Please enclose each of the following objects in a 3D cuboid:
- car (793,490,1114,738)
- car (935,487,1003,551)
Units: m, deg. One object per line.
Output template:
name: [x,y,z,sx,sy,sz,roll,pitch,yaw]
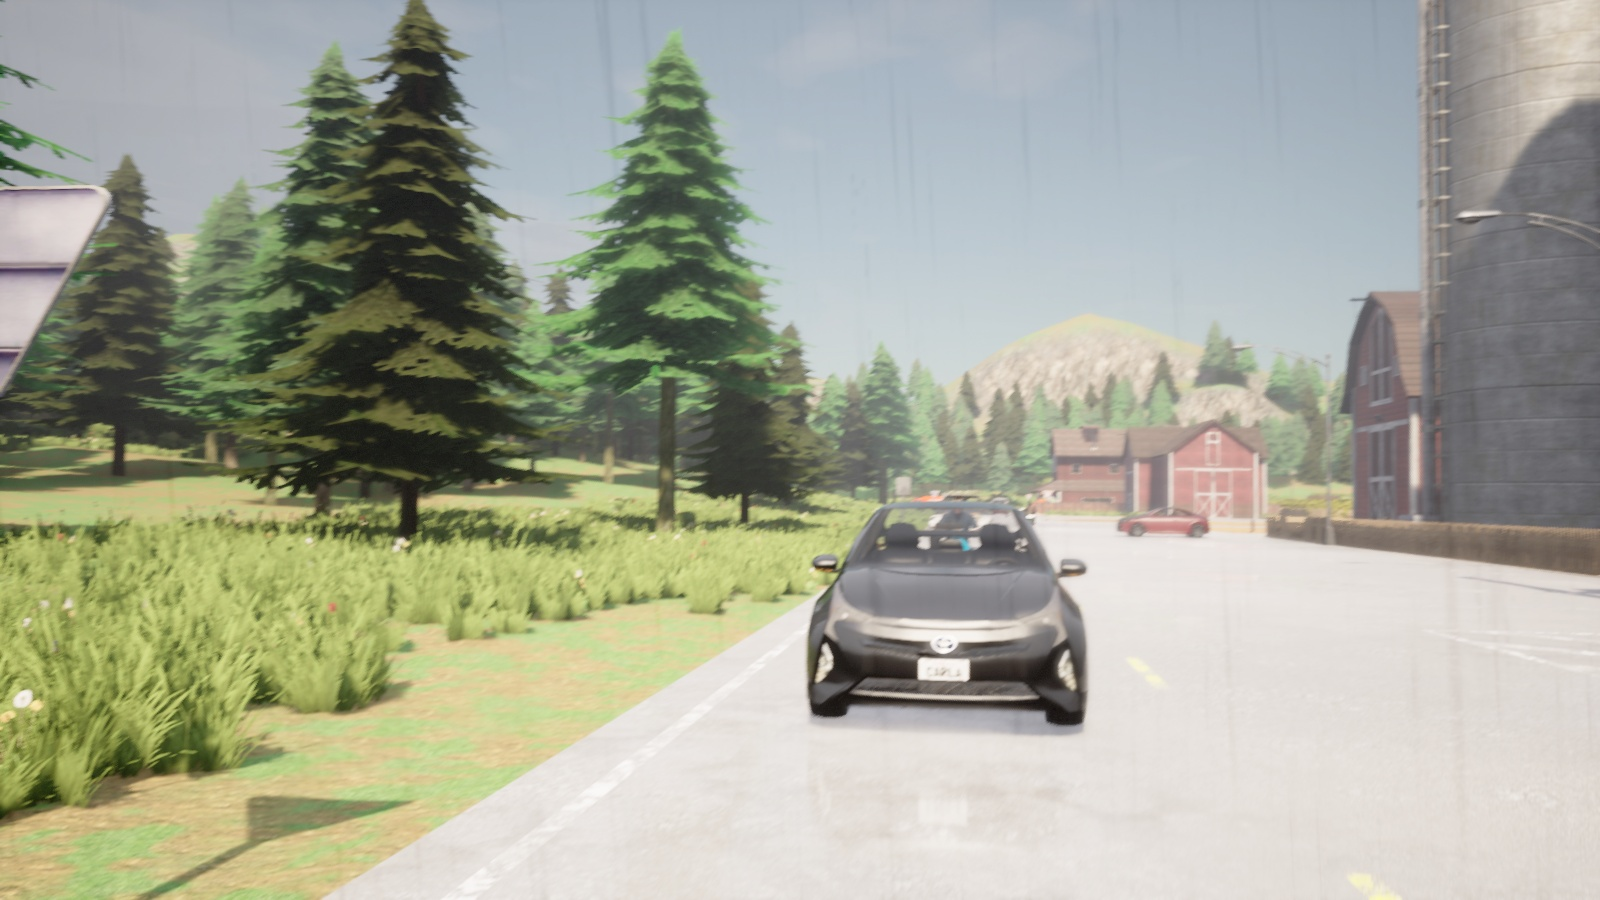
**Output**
car: [1.260,1.105,10.160,2.007,1.525,4.514,0,-2,8]
car: [5.197,2.076,38.603,1.932,1.855,4.605,0,-2,8]
